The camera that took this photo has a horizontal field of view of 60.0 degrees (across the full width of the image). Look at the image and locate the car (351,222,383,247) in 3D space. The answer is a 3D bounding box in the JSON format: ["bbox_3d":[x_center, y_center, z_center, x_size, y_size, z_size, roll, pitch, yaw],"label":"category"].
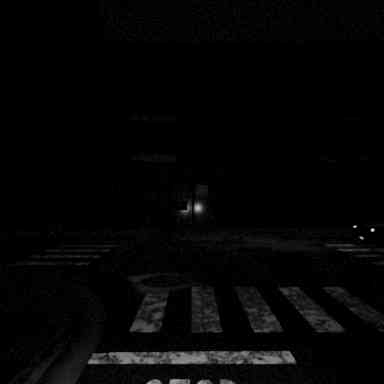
[{"bbox_3d":[9.298,1.593,13.889,4.718,1.301,1.895,0,0,0],"label":"car"}]
